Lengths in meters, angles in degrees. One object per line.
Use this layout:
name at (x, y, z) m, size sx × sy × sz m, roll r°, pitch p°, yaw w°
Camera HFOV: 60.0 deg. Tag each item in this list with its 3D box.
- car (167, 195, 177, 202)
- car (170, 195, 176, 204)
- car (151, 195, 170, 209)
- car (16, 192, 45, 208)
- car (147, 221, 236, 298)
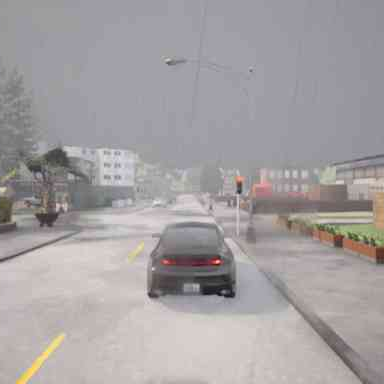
car at (-4.653, 1.471, 77.687) m, size 1.882 × 1.535 × 5.008 m, roll 0°, pitch 0°, yaw 0°
car at (-4.580, 1.497, 62.283) m, size 2.128 × 1.511 × 4.902 m, roll 0°, pitch 0°, yaw 0°
car at (-4.477, 1.530, 46.118) m, size 1.812 × 1.442 × 4.674 m, roll 0°, pitch 0°, yaw 0°
car at (-20.111, 0.989, 42.178) m, size 1.905 × 1.878 × 3.866 m, roll 0°, pitch 0°, yaw 35°
car at (-0.008, 1.506, 8.495) m, size 1.837 × 1.490 × 4.892 m, roll 0°, pitch 0°, yaw 0°
